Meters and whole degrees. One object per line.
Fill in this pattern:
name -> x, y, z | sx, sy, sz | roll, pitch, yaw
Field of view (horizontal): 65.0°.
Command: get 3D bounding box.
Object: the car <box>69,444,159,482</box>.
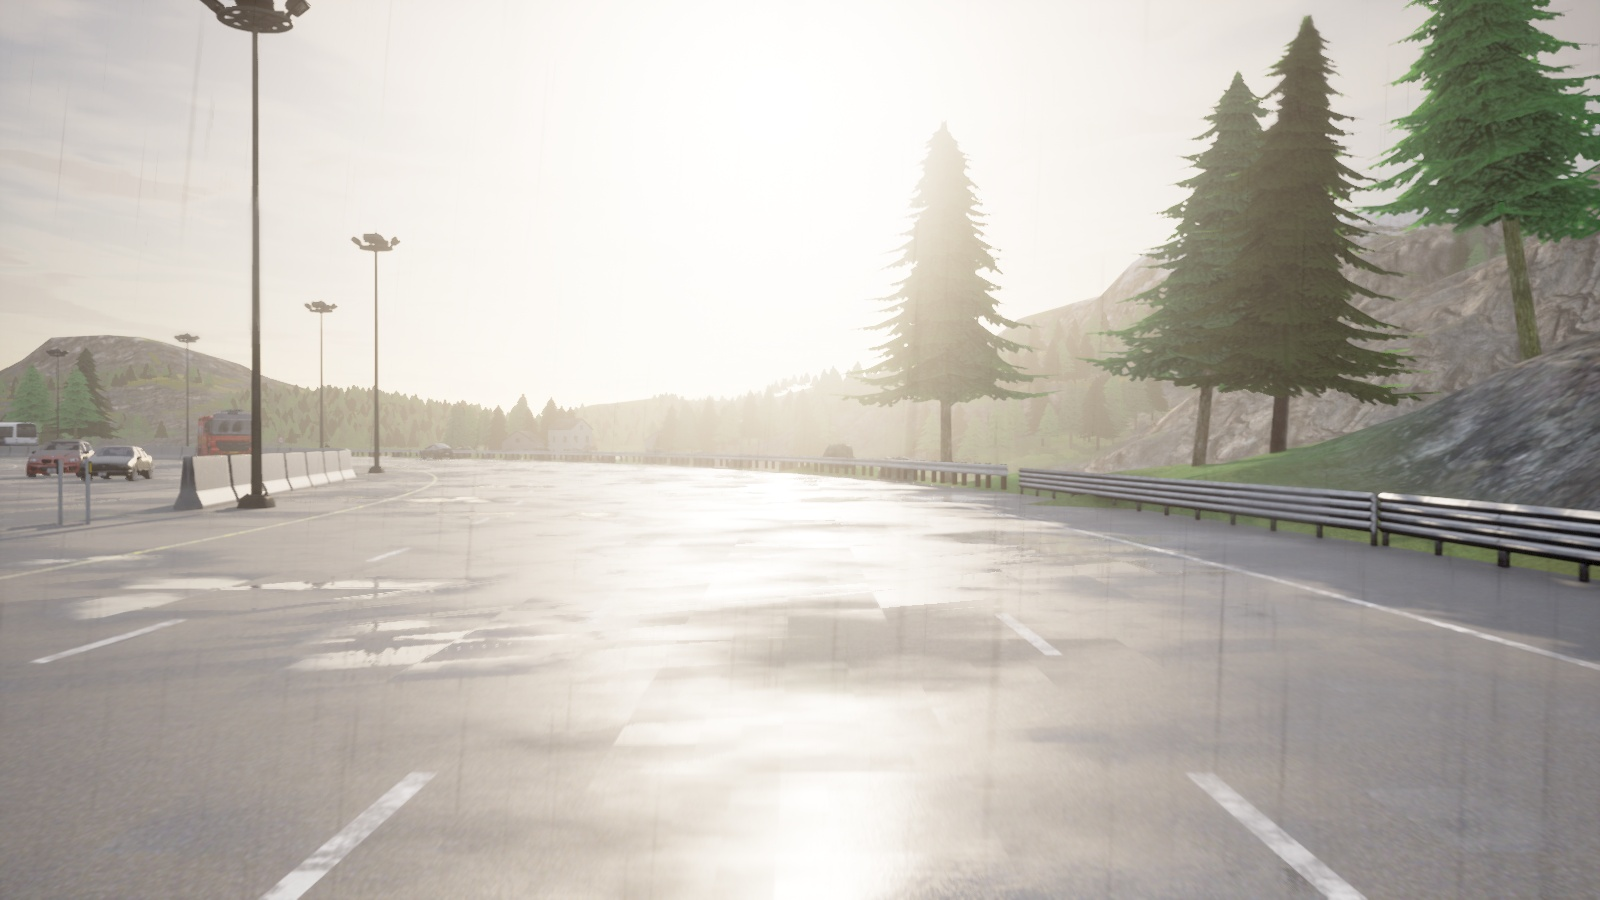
car -> -27.317, 0.489, 50.196 | 2.033, 1.411, 5.357 | 0, 0, -16

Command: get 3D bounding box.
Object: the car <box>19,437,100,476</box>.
car -> -32.883, 0.249, 55.912 | 2.242, 1.667, 4.611 | 0, 0, -19

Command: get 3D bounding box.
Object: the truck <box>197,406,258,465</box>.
truck -> -39.162, -0.933, 85.769 | 2.891, 3.827, 8.468 | 0, 0, -31
